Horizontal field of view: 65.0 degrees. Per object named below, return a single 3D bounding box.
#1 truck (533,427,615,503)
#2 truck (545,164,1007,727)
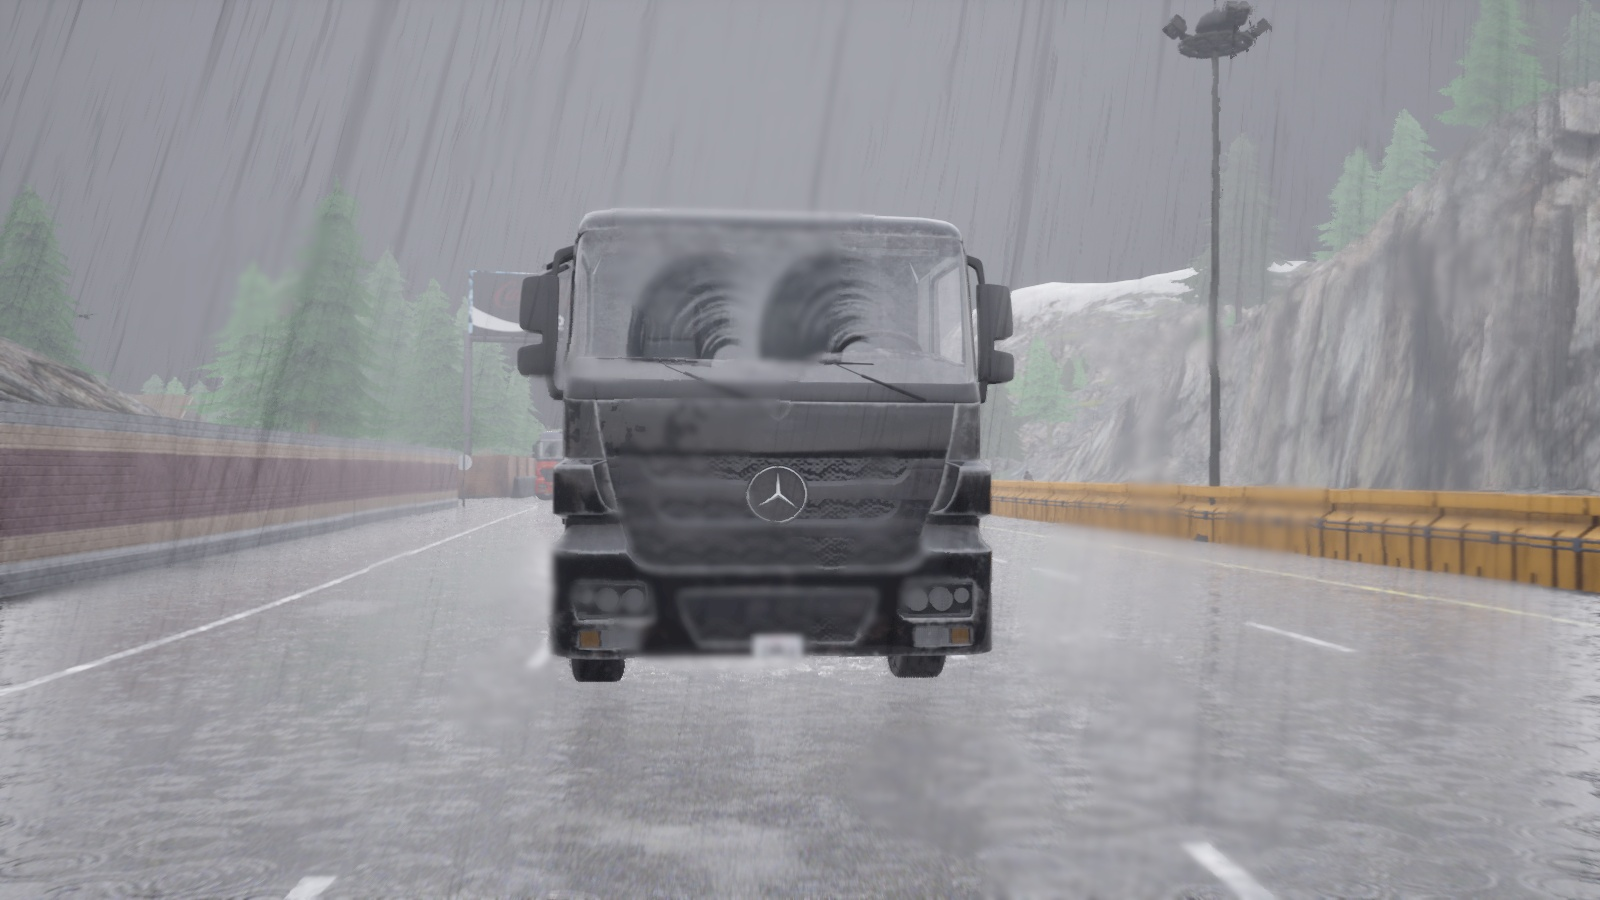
[{"bbox_3d":[-12.007,0.825,67.422,2.891,3.827,8.468,-1,-1,0],"label":"truck"},{"bbox_3d":[-0.539,0.033,11.816,2.891,3.462,7.936,0,-1,-6],"label":"truck"}]
